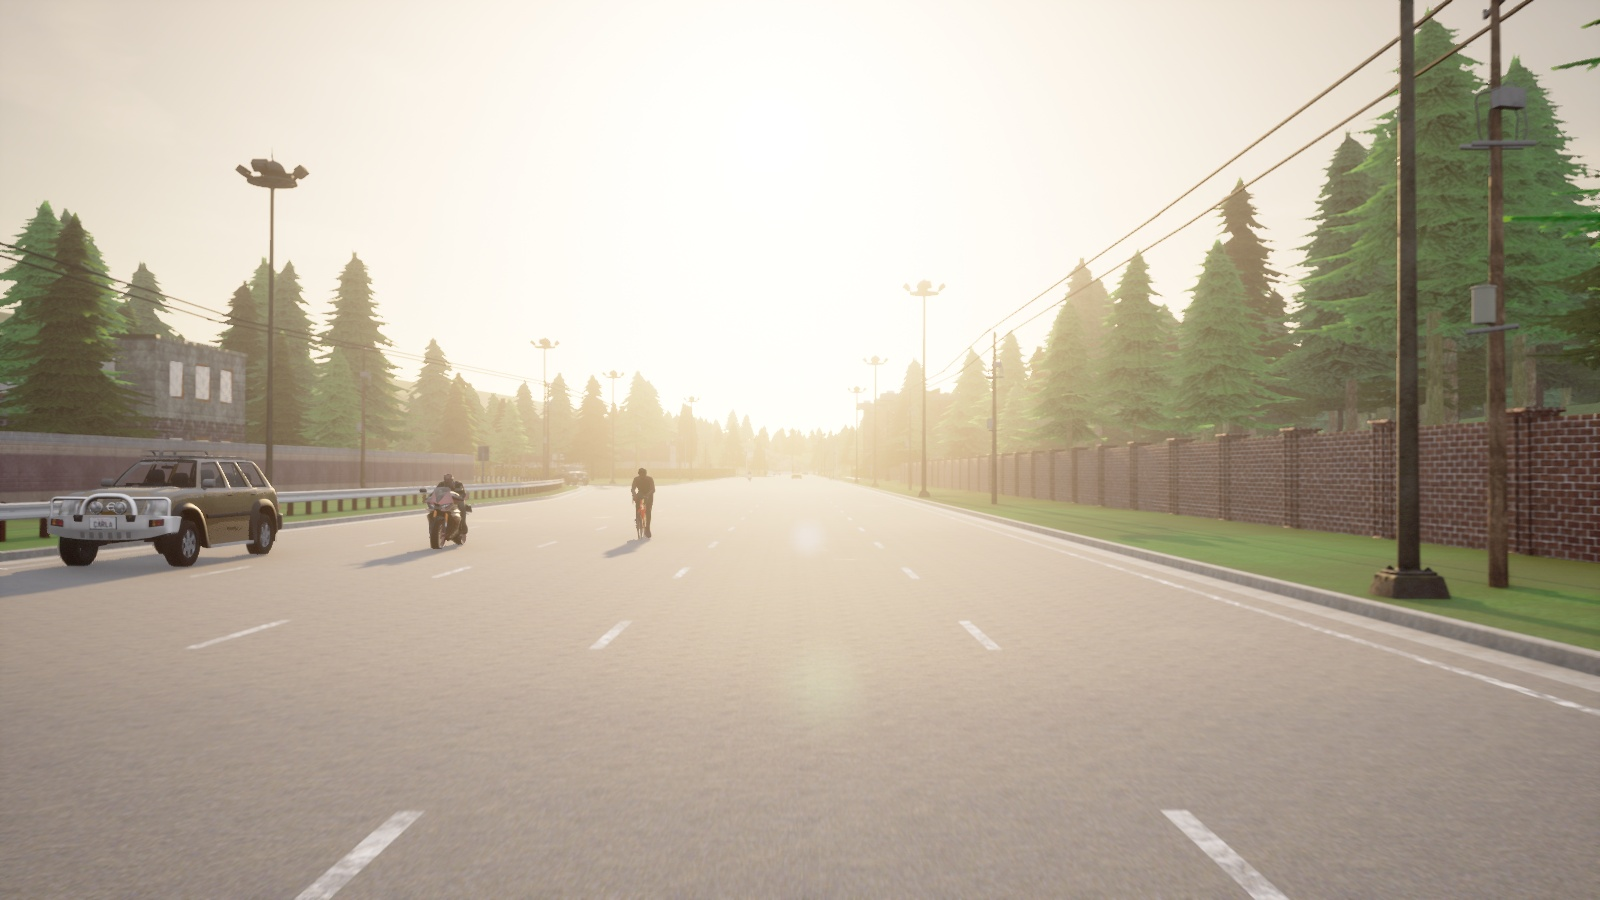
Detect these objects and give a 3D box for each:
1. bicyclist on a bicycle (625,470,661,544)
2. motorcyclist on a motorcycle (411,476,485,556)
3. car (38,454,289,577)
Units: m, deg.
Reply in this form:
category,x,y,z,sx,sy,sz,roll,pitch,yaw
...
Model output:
category,x,y,z,sx,sy,sz,roll,pitch,yaw
bicyclist on a bicycle,-3.543,1.257,28.392,0.582,1.620,1.656,0,-1,0
motorcyclist on a motorcycle,-7.061,1.302,25.307,0.866,1.530,2.191,0,-1,0
car,-10.552,1.030,21.278,1.932,1.855,4.605,0,-1,0
